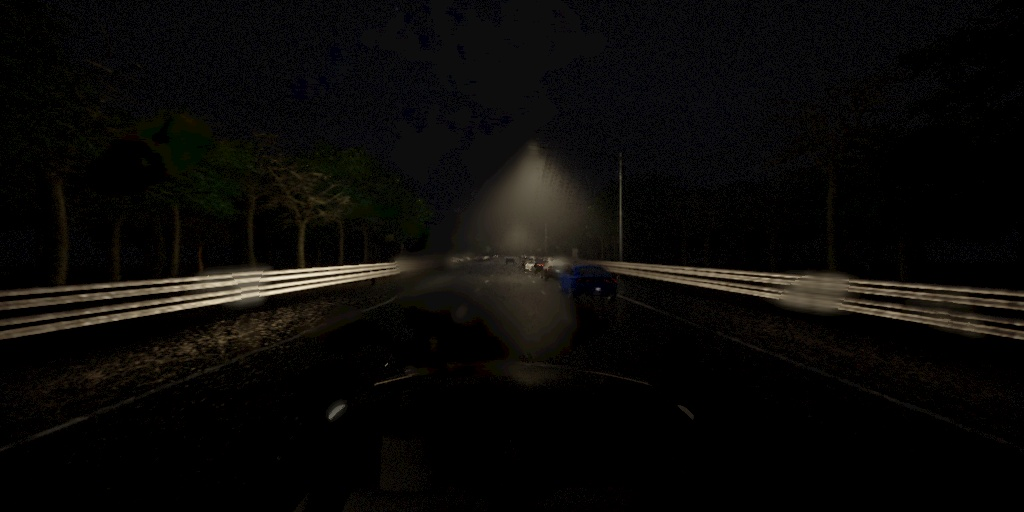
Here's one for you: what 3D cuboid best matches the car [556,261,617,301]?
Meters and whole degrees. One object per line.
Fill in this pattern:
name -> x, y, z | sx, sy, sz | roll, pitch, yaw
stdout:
car -> 3.471, 1.173, 16.992 | 1.882, 1.535, 5.008 | 0, 0, 0

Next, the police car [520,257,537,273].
police car -> 2.598, 1.115, 40.126 | 2.038, 1.542, 4.974 | -1, 0, -21

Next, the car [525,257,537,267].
car -> 3.186, 0.987, 61.179 | 1.801, 1.575, 5.366 | 0, 0, 0

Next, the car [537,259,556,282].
car -> 3.400, 1.160, 28.021 | 2.163, 1.488, 4.792 | 0, 0, 0
